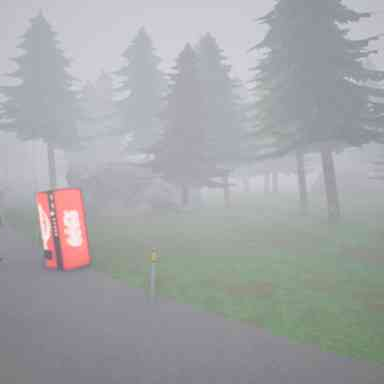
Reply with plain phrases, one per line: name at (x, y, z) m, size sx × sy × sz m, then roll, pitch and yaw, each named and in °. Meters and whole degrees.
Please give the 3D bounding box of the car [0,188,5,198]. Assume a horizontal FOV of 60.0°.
car at (-21.896, 0.027, 35.671) m, size 2.128 × 1.511 × 4.902 m, roll -3°, pitch 2°, yaw -7°

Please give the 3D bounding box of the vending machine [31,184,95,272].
vending machine at (-3.439, 0.919, 8.892) m, size 1.100 × 2.100 × 0.880 m, roll -9°, pitch 2°, yaw -45°
